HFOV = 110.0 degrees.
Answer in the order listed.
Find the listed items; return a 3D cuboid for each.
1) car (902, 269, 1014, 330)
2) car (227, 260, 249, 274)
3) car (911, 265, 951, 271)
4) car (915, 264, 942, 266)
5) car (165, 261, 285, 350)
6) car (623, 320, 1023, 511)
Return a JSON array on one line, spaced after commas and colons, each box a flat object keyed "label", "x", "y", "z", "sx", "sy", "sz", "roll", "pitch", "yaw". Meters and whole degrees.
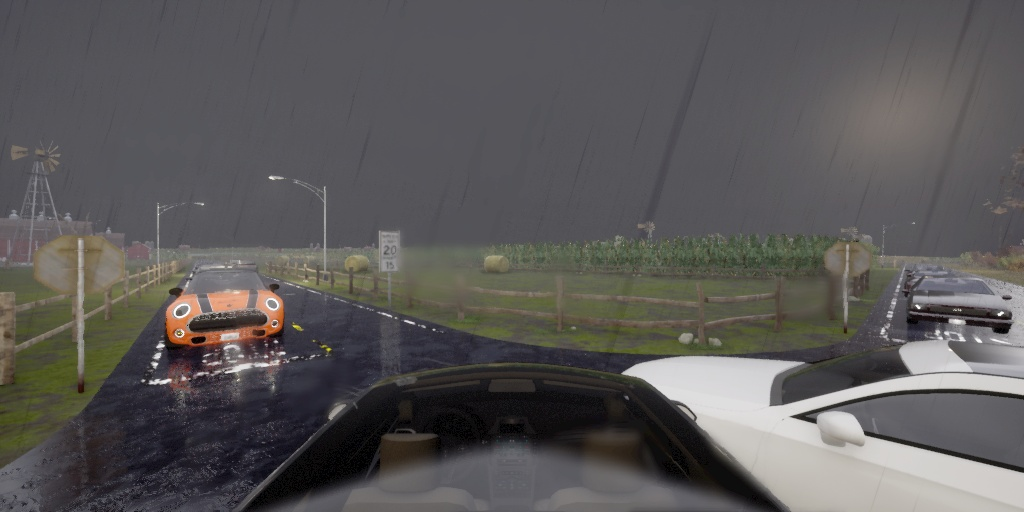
[{"label": "car", "x": 13.642, "y": 1.333, "z": 11.163, "sx": 5.357, "sy": 1.411, "sz": 2.033, "roll": 0, "pitch": 1, "yaw": -42}, {"label": "car", "x": -33.211, "y": 1.269, "z": 43.389, "sx": 1.837, "sy": 1.490, "sz": 4.892, "roll": 0, "pitch": 0, "yaw": -41}, {"label": "car", "x": 21.050, "y": 1.361, "z": 17.870, "sx": 4.181, "sy": 1.385, "sz": 1.994, "roll": 0, "pitch": 1, "yaw": -43}, {"label": "car", "x": 28.690, "y": 1.305, "z": 24.777, "sx": 4.902, "sy": 1.511, "sz": 2.128, "roll": 0, "pitch": 1, "yaw": -42}, {"label": "car", "x": -7.466, "y": 1.137, "z": 9.427, "sx": 2.097, "sy": 1.767, "sz": 4.553, "roll": 0, "pitch": 0, "yaw": -39}, {"label": "car", "x": 2.861, "y": 1.293, "z": 2.215, "sx": 1.812, "sy": 1.442, "sz": 4.674, "roll": 0, "pitch": 1, "yaw": -43}]
